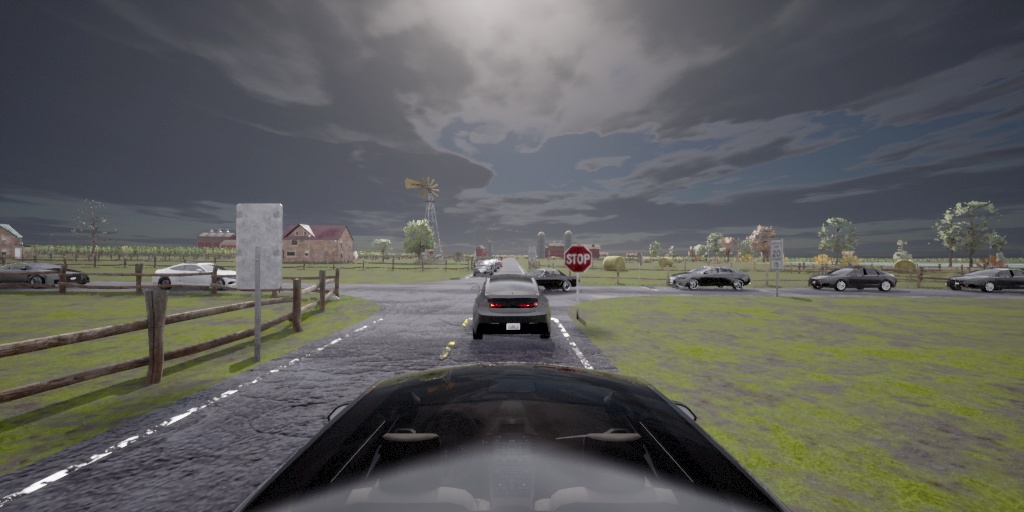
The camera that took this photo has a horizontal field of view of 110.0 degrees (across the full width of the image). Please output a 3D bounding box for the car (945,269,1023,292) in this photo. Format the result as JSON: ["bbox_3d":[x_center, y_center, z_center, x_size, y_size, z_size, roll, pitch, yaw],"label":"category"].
[{"bbox_3d":[31.702,1.587,23.622,4.892,1.490,1.837,1,-1,-1],"label":"car"}]

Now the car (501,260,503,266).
[{"bbox_3d":[-2.823,1.240,55.729,2.128,1.511,4.902,0,0,0],"label":"car"}]

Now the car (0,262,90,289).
[{"bbox_3d":[-26.364,1.048,19.888,4.181,1.385,1.994,1,-1,-1],"label":"car"}]

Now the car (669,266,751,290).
[{"bbox_3d":[12.797,1.397,23.329,4.902,1.511,2.128,1,-1,-2],"label":"car"}]

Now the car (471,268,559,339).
[{"bbox_3d":[-0.074,1.256,10.054,1.837,1.490,4.892,0,0,-2],"label":"car"}]

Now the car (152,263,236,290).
[{"bbox_3d":[-17.244,1.103,20.010,4.674,1.442,1.812,1,-1,-1],"label":"car"}]

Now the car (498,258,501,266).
[{"bbox_3d":[-2.854,1.241,46.187,2.128,1.511,4.902,0,0,0],"label":"car"}]

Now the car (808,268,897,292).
[{"bbox_3d":[22.199,1.499,23.501,4.892,1.490,1.837,1,-1,-1],"label":"car"}]

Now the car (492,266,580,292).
[{"bbox_3d":[1.499,1.369,20.100,4.718,1.301,1.895,1,0,-35],"label":"car"}]

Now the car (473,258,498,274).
[{"bbox_3d":[-2.861,1.243,36.741,2.128,1.511,4.902,0,0,0],"label":"car"}]
